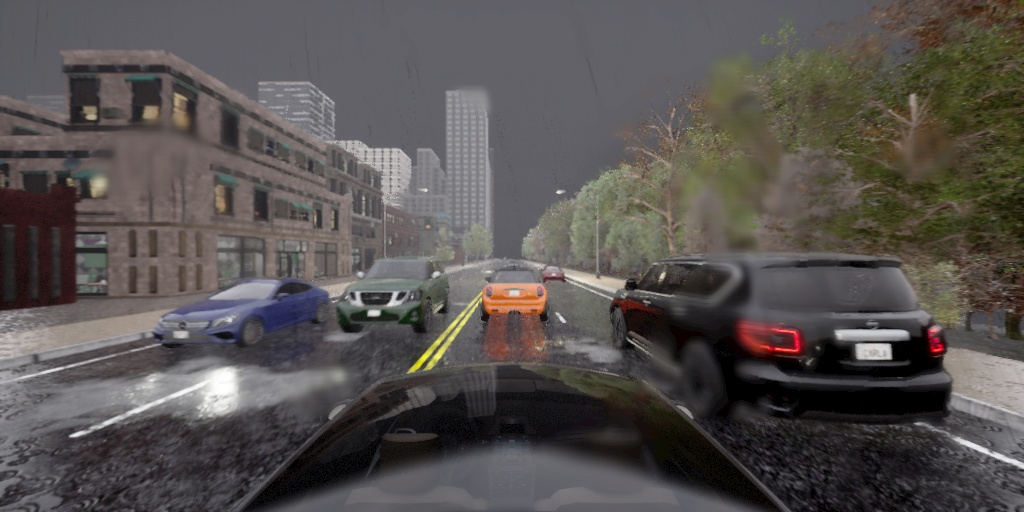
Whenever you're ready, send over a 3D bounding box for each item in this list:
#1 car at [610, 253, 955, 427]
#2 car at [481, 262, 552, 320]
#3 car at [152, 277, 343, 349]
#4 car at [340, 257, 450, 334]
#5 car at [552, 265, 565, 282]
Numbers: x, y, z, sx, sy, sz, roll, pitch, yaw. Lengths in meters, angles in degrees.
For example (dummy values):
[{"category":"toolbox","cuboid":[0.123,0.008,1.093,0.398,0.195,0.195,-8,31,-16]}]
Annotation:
[{"category":"car","cuboid":[3.350,0.996,5.998,2.150,2.045,5.566,0,0,0]},{"category":"car","cuboid":[0.085,1.168,13.037,2.097,1.767,4.553,0,0,0]},{"category":"car","cuboid":[-6.566,1.321,9.457,1.812,1.442,4.674,0,0,0]},{"category":"car","cuboid":[-3.320,1.030,11.256,2.150,2.045,5.566,0,-1,-1]},{"category":"car","cuboid":[3.352,1.484,30.809,1.994,1.385,4.181,0,0,0]}]
